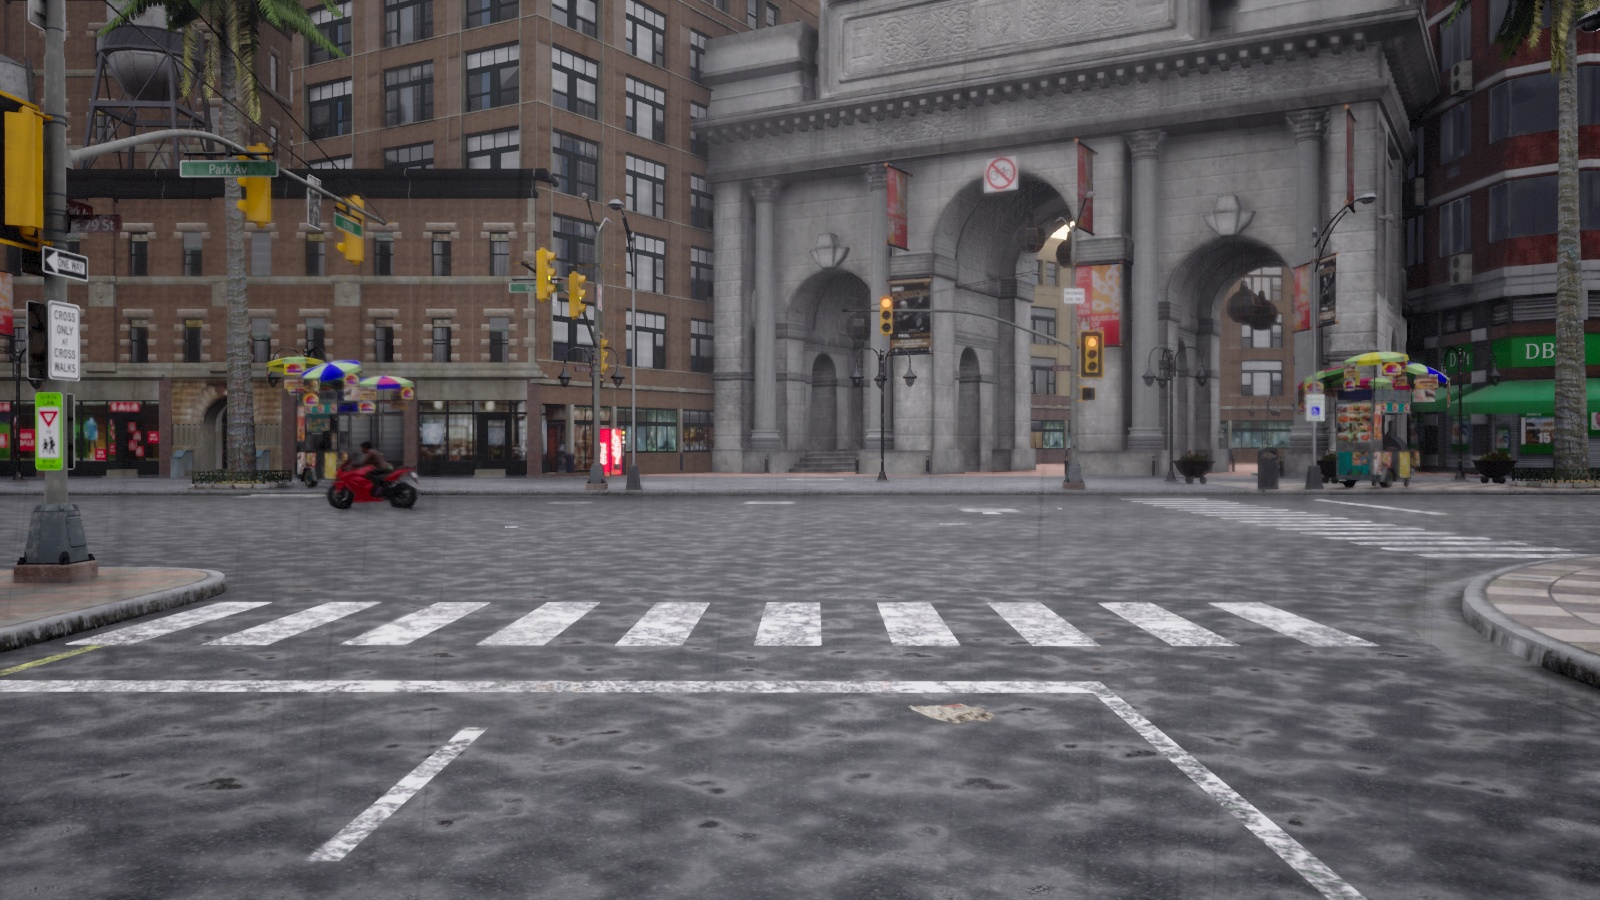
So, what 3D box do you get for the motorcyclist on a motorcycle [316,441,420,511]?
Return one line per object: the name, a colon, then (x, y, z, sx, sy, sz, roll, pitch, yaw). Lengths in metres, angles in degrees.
motorcyclist on a motorcycle: (-9.598, 0.563, 27.950, 2.044, 1.523, 0.797, 0, 0, 1)
